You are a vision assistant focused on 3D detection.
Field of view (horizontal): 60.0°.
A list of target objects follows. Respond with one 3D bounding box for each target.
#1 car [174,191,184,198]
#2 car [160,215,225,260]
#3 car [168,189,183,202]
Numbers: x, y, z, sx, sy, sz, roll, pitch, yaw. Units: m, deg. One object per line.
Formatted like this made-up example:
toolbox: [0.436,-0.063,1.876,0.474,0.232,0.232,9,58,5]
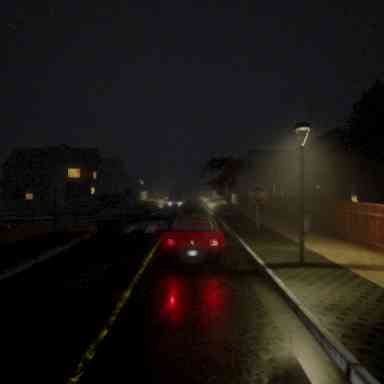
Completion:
car: [-2.756,0.585,71.340,2.033,1.411,5.357,0,0,0]
car: [0.029,1.445,11.757,1.895,1.301,4.718,0,1,0]
car: [-2.824,0.591,55.917,2.150,2.045,5.566,0,1,0]
